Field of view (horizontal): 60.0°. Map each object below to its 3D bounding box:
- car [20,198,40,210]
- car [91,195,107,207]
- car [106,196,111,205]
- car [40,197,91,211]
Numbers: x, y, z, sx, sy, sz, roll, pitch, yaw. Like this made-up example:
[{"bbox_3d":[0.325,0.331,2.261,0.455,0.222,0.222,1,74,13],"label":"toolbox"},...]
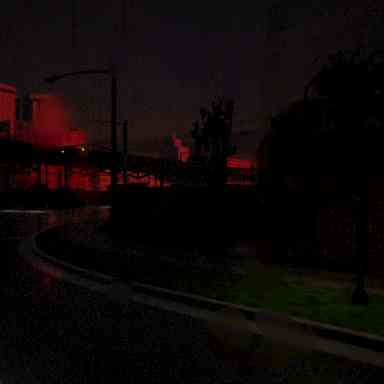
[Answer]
[{"bbox_3d":[-18.471,1.403,40.645,1.812,1.442,4.674,0,1,37],"label":"car"},{"bbox_3d":[-12.956,1.260,47.952,2.128,1.511,4.902,0,1,37],"label":"car"},{"bbox_3d":[-9.036,1.291,47.337,2.033,1.411,5.357,0,1,37],"label":"car"},{"bbox_3d":[-14.903,1.364,39.560,1.837,1.490,4.892,0,1,37],"label":"car"}]
